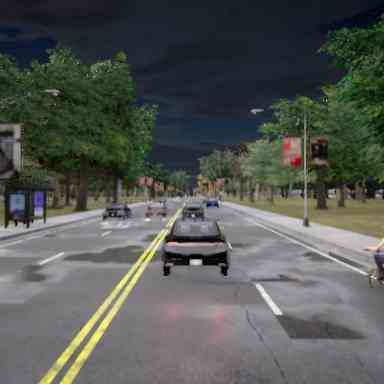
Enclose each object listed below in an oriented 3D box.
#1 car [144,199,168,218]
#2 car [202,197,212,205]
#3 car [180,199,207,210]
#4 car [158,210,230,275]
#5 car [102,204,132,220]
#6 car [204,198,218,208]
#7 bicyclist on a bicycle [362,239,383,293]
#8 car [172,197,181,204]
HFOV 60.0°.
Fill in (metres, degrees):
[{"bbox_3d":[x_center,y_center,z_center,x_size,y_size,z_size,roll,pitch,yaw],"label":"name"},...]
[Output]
[{"bbox_3d":[-3.351,1.701,32.336,1.812,1.442,4.674,0,0,0],"label":"car"},{"bbox_3d":[3.241,1.927,72.358,1.812,1.442,4.674,0,0,0],"label":"car"},{"bbox_3d":[0.097,1.662,28.908,1.837,1.490,4.892,0,0,0],"label":"car"},{"bbox_3d":[0.098,1.549,10.695,2.128,1.511,4.902,0,0,0],"label":"car"},{"bbox_3d":[-6.600,1.725,29.658,1.994,1.385,4.181,0,0,0],"label":"car"},{"bbox_3d":[3.341,1.784,55.768,1.882,1.535,5.008,0,-1,0],"label":"car"},{"bbox_3d":[4.161,1.475,7.073,0.866,1.612,1.509,0,0,0],"label":"bicyclist on a bicycle"},{"bbox_3d":[-3.259,1.886,71.557,1.812,1.442,4.674,0,0,0],"label":"car"}]
